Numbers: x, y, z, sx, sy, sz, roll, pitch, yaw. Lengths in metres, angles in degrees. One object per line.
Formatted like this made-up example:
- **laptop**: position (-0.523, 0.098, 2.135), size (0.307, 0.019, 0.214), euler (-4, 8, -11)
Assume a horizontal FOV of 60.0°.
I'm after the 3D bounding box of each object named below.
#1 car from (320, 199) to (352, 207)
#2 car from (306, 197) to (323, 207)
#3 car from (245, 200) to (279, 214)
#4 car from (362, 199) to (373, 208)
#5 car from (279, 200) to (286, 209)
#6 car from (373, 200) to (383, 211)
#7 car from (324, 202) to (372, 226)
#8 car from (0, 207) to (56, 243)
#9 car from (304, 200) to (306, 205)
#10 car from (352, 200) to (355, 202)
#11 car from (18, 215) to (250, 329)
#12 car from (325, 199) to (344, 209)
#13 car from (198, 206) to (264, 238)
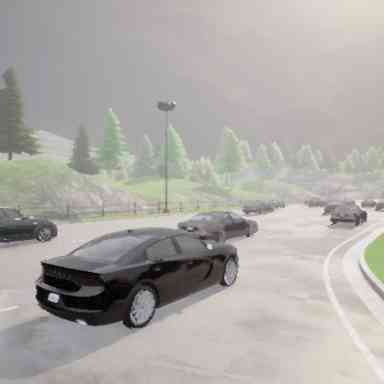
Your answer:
- **car**: position (15.936, 1.748, 36.788), size (1.812, 1.442, 4.674), euler (0, 0, 35)
- **car**: position (21.657, 1.692, 56.926), size (2.097, 1.767, 4.553), euler (0, 0, 35)
- **car**: position (7.436, 1.761, 36.911), size (2.033, 1.411, 5.357), euler (0, 0, 35)
- **car**: position (30.139, 1.897, 56.777), size (2.033, 1.411, 5.357), euler (0, 0, 35)
- **car**: position (12.623, 1.857, 50.253), size (1.994, 1.385, 4.181), euler (0, 0, 35)
- **car**: position (26.560, 1.810, 45.697), size (1.812, 1.442, 4.674), euler (0, 0, 35)
- **car**: position (11.831, 1.700, 24.966), size (2.033, 1.411, 5.357), euler (0, 0, 35)
- **car**: position (-8.365, 1.424, 14.674), size (2.097, 1.767, 4.553), euler (0, 0, 35)
- **car**: position (23.383, 1.915, 65.433), size (1.812, 1.442, 4.674), euler (0, 0, 35)
- **car**: position (28.376, 1.916, 60.512), size (2.033, 1.411, 5.357), euler (0, 0, 35)
- **car**: position (-0.751, 1.517, 7.259), size (1.882, 1.535, 5.008), euler (0, 0, 35)
- **car**: position (22.341, 1.819, 52.018), size (1.837, 1.490, 4.892), euler (0, 0, 35)
- **car**: position (1.368, 1.639, 16.282), size (2.033, 1.411, 5.357), euler (0, 0, 35)
